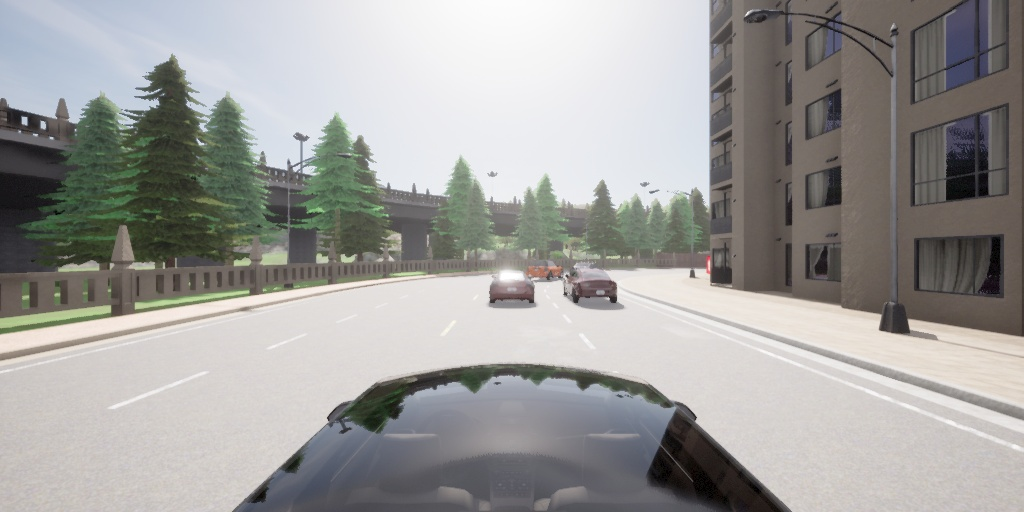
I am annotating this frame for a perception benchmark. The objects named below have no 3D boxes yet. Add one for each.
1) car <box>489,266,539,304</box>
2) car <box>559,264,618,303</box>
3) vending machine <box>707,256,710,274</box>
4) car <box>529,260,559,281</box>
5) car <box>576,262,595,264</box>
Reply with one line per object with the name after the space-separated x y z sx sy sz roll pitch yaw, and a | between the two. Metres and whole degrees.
0.000 1.322 16.500 1.994 1.385 4.181 0 0 0 | car
3.500 1.283 16.500 1.812 1.442 4.674 0 0 0 | car
20.826 0.944 37.021 0.880 2.100 1.100 0 0 -25 | vending machine
2.840 1.116 30.278 2.097 1.767 4.553 0 0 25 | car
6.017 1.245 28.811 2.128 1.511 4.902 0 0 25 | car
